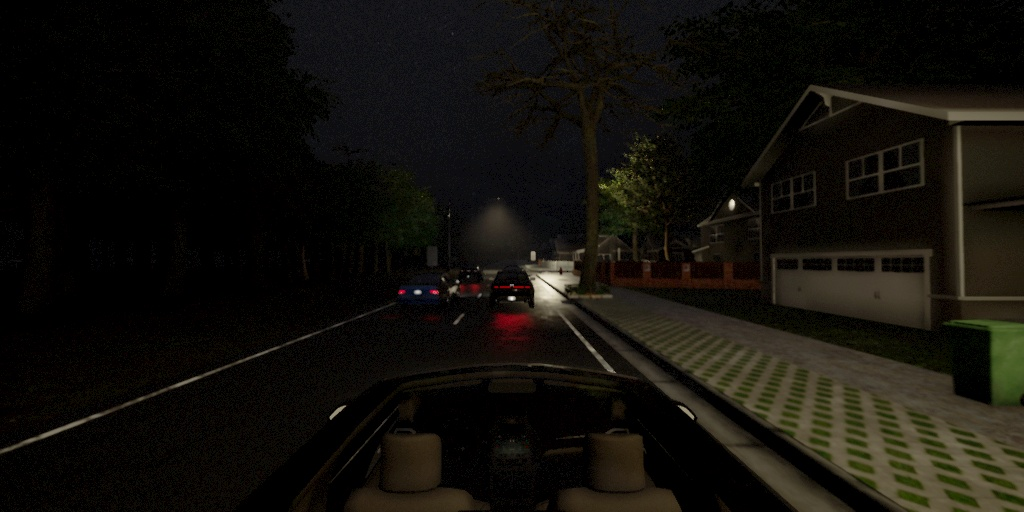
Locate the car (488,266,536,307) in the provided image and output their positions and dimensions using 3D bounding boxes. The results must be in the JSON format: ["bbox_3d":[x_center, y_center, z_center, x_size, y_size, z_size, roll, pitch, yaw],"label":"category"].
[{"bbox_3d":[0.000,1.374,16.142,1.837,1.490,4.892,0,0,0],"label":"car"}]

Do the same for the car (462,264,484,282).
[{"bbox_3d":[-3.502,1.449,31.145,2.128,1.511,4.902,0,0,0],"label":"car"}]

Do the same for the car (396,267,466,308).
[{"bbox_3d":[-3.502,1.411,15.843,2.033,1.411,5.357,0,0,0],"label":"car"}]
